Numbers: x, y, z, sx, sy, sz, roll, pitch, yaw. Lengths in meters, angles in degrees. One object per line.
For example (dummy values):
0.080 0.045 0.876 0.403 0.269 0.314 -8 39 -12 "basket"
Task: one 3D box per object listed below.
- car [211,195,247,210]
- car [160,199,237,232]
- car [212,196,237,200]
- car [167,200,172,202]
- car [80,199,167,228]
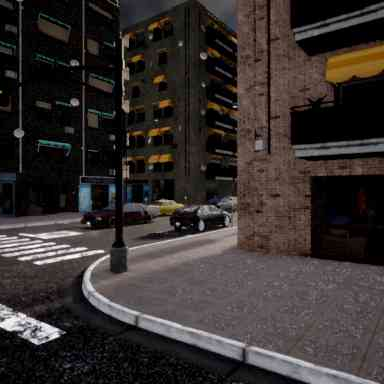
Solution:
4.129 1.111 36.582 1.752 1.417 4.829 1 1 36 "car"
0.575 1.333 18.358 2.008 1.369 4.403 1 1 36 "car"
2.327 1.225 29.940 1.994 1.385 4.181 0 1 37 "car"
-2.561 1.252 27.424 1.752 1.417 4.829 1 1 36 "car"
-4.280 1.348 20.910 2.033 1.411 5.357 0 1 36 "car"
